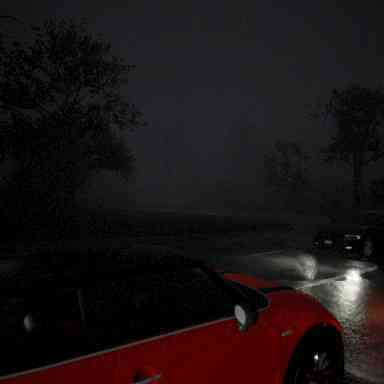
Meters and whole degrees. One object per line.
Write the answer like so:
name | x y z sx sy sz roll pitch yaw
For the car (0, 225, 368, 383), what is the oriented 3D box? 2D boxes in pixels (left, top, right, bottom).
car | -0.453 1.352 3.397 4.553 1.767 2.097 0 0 -35

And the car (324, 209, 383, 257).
car | 6.807 1.477 13.043 5.008 1.535 1.882 0 0 -35

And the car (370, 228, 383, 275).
car | 6.751 1.601 8.528 4.718 1.301 1.895 0 0 -36
